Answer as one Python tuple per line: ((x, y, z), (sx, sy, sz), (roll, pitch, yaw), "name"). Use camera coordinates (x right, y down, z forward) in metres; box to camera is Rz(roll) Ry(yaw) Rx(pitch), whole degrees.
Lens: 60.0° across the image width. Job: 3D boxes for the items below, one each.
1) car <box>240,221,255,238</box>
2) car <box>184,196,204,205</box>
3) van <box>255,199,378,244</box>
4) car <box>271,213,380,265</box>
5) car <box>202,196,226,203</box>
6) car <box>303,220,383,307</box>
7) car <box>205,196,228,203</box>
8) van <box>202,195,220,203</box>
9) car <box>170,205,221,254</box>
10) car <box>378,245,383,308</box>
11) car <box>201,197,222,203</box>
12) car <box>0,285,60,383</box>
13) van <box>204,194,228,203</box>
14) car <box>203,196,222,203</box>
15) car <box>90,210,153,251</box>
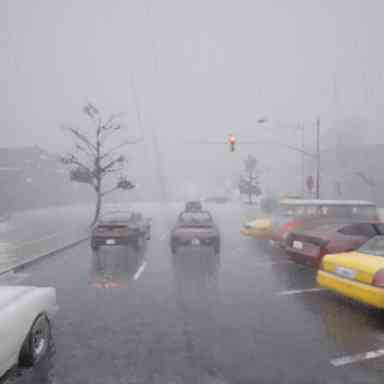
((4.933, 1.513, 15.855), (5.366, 1.575, 1.946), (1, 0, -20), "car")
((0.177, 1.541, 39.559), (1.837, 1.490, 4.892), (-1, 0, 0), "car")
((4.993, 1.285, 12.897), (4.442, 1.987, 1.878), (1, 0, -20), "van")
((5.118, 1.536, 9.969), (4.792, 1.488, 2.163), (1, 0, -20), "car")
((5.075, 1.788, 77.068), (5.366, 1.575, 1.946), (1, -1, -20), "car")
((5.259, 1.500, 7.039), (5.366, 1.575, 1.946), (1, 0, -20), "car")
((5.230, 1.683, 71.181), (4.674, 1.452, 2.002), (1, -2, -20), "car")
((5.171, 1.871, 89.006), (4.442, 1.987, 1.878), (1, -1, -20), "van")
((0.130, 1.514, 13.662), (2.128, 1.511, 4.902), (0, 0, 0), "car")
((5.071, 1.497, 3.992), (4.892, 1.521, 2.231), (1, 0, -20), "car")
((5.456, 2.177, 92.089), (5.366, 1.575, 1.946), (1, -2, -20), "car")
((-2.895, 1.603, 2.834), (1.895, 1.301, 4.718), (0, 0, 0), "car")
((5.122, 1.339, 68.165), (4.442, 1.987, 1.878), (1, -1, -20), "van")
((5.301, 1.898, 86.078), (4.553, 1.767, 2.185), (1, -1, -20), "car")
((-2.869, 1.527, 14.170), (1.837, 1.490, 4.892), (0, 0, 0), "car")
